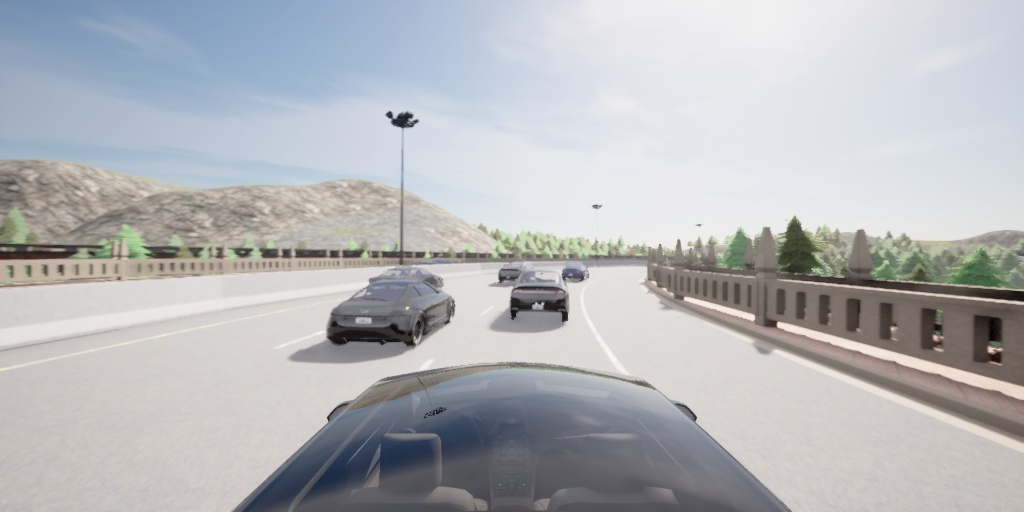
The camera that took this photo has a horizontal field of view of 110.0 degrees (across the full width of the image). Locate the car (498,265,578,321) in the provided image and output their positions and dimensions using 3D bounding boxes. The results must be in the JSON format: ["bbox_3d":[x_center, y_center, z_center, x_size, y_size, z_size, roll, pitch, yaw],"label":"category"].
[{"bbox_3d":[1.043,1.248,12.648,2.128,1.511,4.902,0,0,7],"label":"car"}]

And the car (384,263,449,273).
[{"bbox_3d":[-5.202,1.246,18.193,2.033,1.411,5.357,0,0,11],"label":"car"}]

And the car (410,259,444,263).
[{"bbox_3d":[-8.583,1.168,33.282,1.837,1.490,4.892,0,0,19],"label":"car"}]

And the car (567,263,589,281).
[{"bbox_3d":[5.373,1.312,30.314,1.812,1.442,4.674,1,0,20],"label":"car"}]

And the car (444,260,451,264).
[{"bbox_3d":[-10.176,1.122,47.845,1.882,1.535,5.008,0,0,26],"label":"car"}]

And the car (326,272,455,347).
[{"bbox_3d":[-2.840,1.286,9.291,1.994,1.385,4.181,0,0,5],"label":"car"}]

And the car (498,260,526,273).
[{"bbox_3d":[0.416,1.238,26.394,2.128,1.511,4.902,0,0,16],"label":"car"}]
